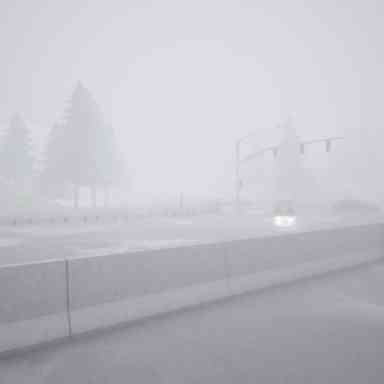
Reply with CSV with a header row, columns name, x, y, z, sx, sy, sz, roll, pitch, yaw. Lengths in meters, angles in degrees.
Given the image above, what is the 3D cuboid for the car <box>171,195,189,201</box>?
name,x,y,z,sx,sy,sz,roll,pitch,yaw
car,-2.332,1.545,69.584,2.033,1.411,5.357,0,0,-14

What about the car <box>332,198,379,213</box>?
name,x,y,z,sx,sy,sz,roll,pitch,yaw
car,18.307,1.510,37.470,1.837,1.490,4.892,0,0,-40

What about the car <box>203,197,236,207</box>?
name,x,y,z,sx,sy,sz,roll,pitch,yaw
car,4.319,1.545,52.133,2.033,1.411,5.357,0,0,-27

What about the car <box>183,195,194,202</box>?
name,x,y,z,sx,sy,sz,roll,pitch,yaw
car,-0.854,1.522,80.425,2.128,1.511,4.902,0,0,-7

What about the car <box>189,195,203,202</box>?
name,x,y,z,sx,sy,sz,roll,pitch,yaw
car,1.500,1.503,68.960,1.837,1.490,4.892,0,0,-18

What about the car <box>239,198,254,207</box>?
name,x,y,z,sx,sy,sz,roll,pitch,yaw
car,7.860,1.598,52.951,1.895,1.301,4.718,0,0,-27

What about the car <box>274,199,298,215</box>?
name,x,y,z,sx,sy,sz,roll,pitch,yaw
car,9.678,1.492,33.960,2.128,1.511,4.902,1,0,23

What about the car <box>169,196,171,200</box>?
name,x,y,z,sx,sy,sz,roll,pitch,yaw
car,-4.552,1.592,82.313,1.895,1.301,4.718,0,0,-7
